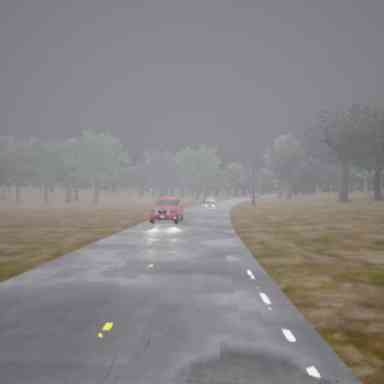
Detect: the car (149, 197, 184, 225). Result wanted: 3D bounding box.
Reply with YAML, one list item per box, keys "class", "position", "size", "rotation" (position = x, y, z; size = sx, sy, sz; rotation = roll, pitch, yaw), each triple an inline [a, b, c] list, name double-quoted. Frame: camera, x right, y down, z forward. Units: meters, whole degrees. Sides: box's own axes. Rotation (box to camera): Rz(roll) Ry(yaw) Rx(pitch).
- class: "car"
  position: [-1.951, 1.437, 26.826]
  size: [2.150, 2.045, 5.566]
  rotation: [0, 0, 5]

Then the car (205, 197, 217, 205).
- class: "car"
  position: [3.805, 1.807, 67.493]
  size: [1.812, 1.442, 4.674]
  rotation: [0, 0, 11]
